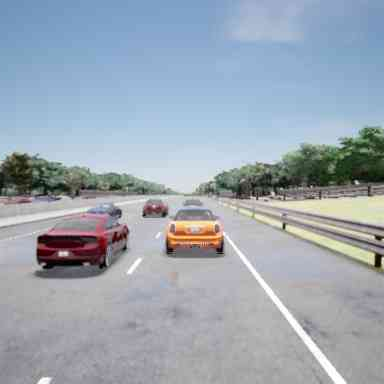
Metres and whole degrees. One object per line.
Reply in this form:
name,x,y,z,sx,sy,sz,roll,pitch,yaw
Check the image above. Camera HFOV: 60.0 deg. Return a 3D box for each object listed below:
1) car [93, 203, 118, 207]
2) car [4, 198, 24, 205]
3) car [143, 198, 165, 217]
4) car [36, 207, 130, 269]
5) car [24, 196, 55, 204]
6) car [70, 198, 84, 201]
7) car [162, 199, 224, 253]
car,-6.899,1.573,26.662,2.033,1.411,5.357,0,0,0
car,-24.572,1.548,46.997,1.882,1.535,5.008,0,0,0
car,-3.398,1.387,31.900,2.097,1.767,4.553,0,0,0
car,-3.399,1.485,11.259,1.882,1.535,5.008,0,0,0
car,-21.075,1.422,46.770,2.097,1.767,4.553,0,0,0
car,-17.555,1.608,50.909,1.812,1.442,4.674,0,0,0
car,0.101,1.361,13.806,2.097,1.767,4.553,0,0,0
